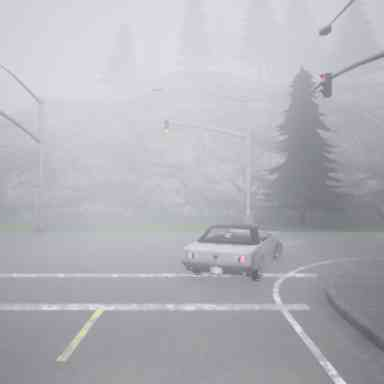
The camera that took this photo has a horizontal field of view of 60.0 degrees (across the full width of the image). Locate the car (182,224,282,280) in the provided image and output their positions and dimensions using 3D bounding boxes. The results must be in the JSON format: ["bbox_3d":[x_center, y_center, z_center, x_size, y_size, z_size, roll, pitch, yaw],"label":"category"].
[{"bbox_3d":[1.460,1.615,10.132,1.895,1.301,4.718,0,0,23],"label":"car"}]
